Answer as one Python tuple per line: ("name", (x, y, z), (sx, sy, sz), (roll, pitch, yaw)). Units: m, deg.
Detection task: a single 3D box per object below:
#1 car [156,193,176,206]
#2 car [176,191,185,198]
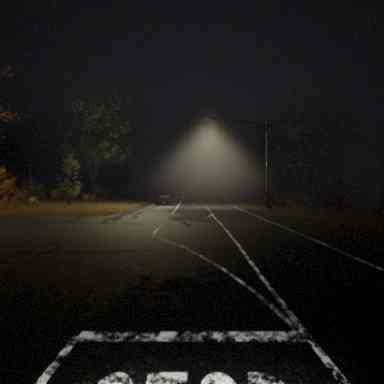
("car", (-3.539, 1.105, 43.107), (1.994, 1.385, 4.181), (0, 1, 0))
("car", (-2.920, 0.646, 81.250), (1.837, 1.490, 4.892), (0, 1, 6))
